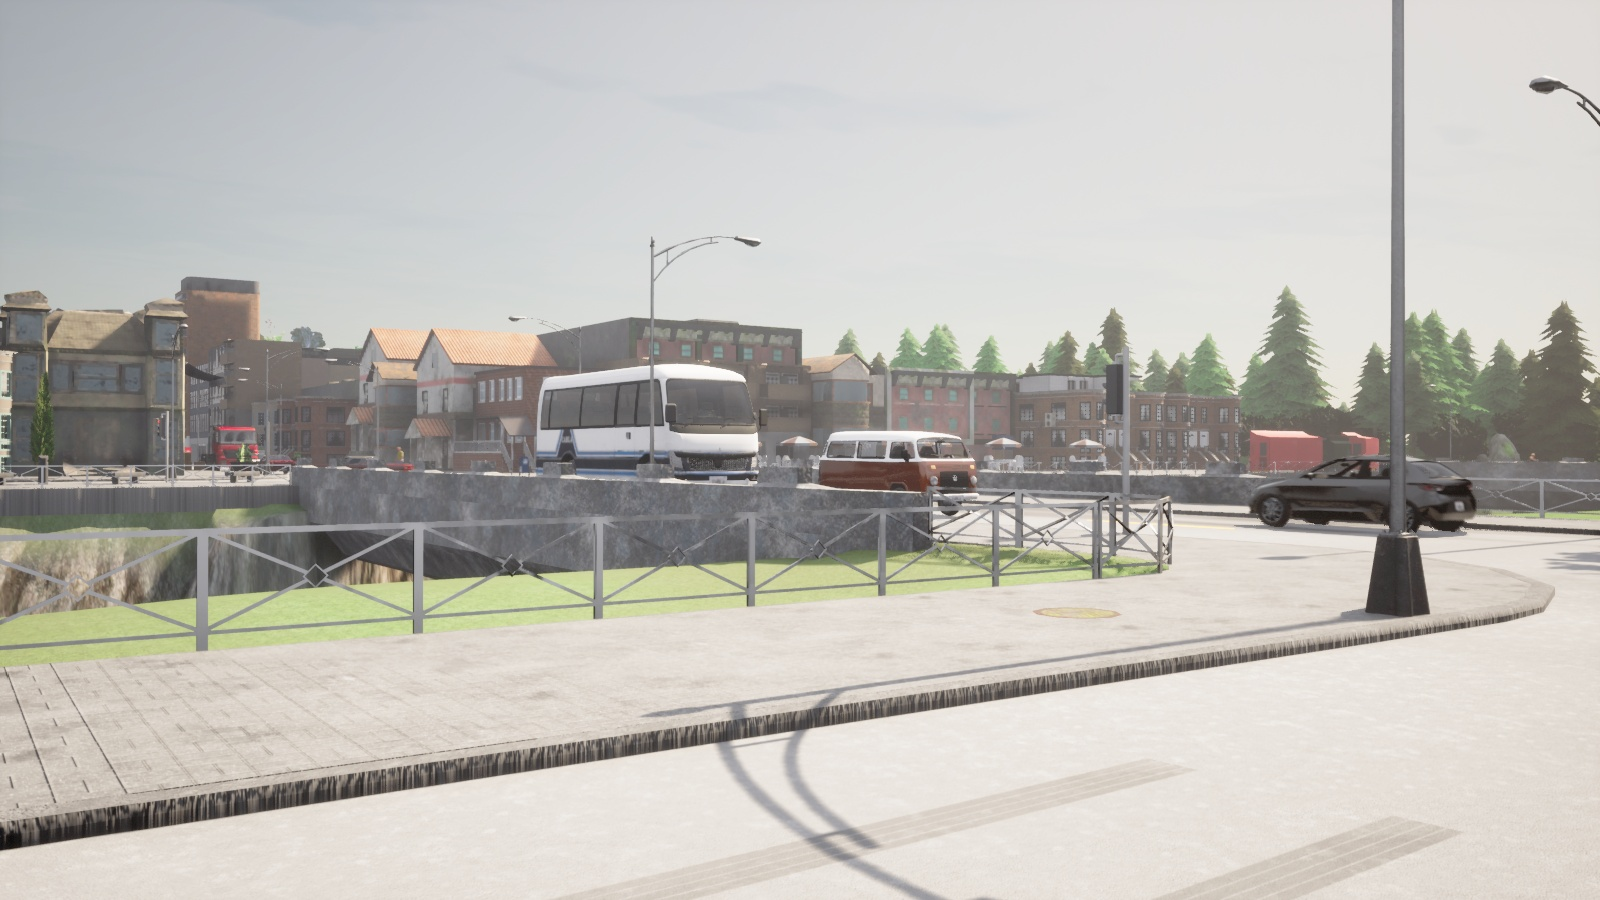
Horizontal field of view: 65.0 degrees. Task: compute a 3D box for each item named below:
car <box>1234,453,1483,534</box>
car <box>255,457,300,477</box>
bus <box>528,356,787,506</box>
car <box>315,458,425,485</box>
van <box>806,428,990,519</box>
[{"bbox_3d":[10.989,0.796,24.983,1.816,1.474,4.193,0,0,-34],"label":"car"},{"bbox_3d":[-34.913,1.124,83.837,1.895,1.301,4.718,0,0,-34],"label":"car"},{"bbox_3d":[-4.950,-0.521,40.841,3.944,4.253,10.273,0,0,-35],"label":"bus"},{"bbox_3d":[-21.066,1.041,61.598,4.718,1.301,1.895,0,0,6],"label":"car"},{"bbox_3d":[2.286,0.538,30.458,2.069,2.038,4.480,0,0,-35],"label":"van"}]
